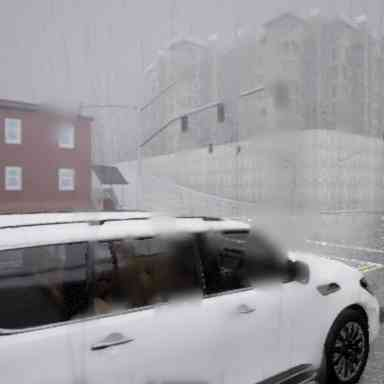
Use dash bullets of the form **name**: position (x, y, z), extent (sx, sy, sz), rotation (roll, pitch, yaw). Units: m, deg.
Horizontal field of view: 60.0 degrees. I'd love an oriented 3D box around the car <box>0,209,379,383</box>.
- **car**: position (-0.256, 1.218, 3.596), extent (5.566, 2.045, 2.150), rotation (0, 0, -35)
